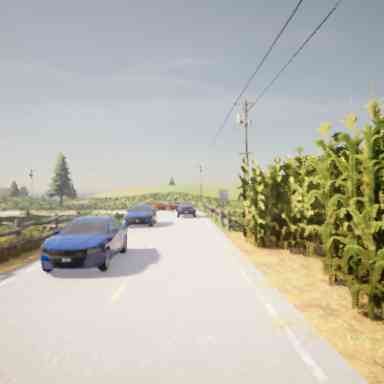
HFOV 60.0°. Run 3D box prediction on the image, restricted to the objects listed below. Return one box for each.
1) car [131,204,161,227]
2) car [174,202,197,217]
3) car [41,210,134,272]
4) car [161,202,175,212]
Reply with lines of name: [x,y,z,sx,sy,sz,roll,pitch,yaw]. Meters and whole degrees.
car: [-3.722,1.718,24.995,1.882,1.535,5.008,-1,0,-1]
car: [-0.570,1.801,34.170,1.812,1.442,4.674,-1,0,-1]
car: [-3.476,1.610,11.564,1.882,1.535,5.008,-1,0,-1]
car: [-3.471,2.000,45.702,1.895,1.301,4.718,0,-1,-42]
